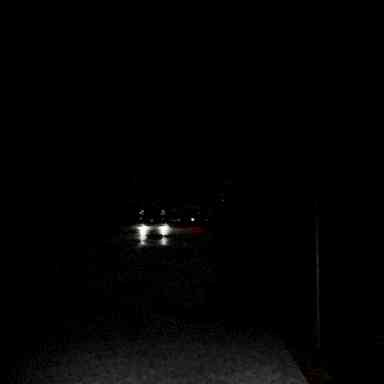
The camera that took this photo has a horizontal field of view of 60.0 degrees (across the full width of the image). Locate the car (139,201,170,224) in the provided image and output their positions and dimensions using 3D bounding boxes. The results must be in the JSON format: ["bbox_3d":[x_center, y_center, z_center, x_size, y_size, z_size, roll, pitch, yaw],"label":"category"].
[{"bbox_3d":[-2.911,1.522,26.354,2.097,1.767,4.553,0,-1,0],"label":"car"}]

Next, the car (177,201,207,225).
[{"bbox_3d":[0.043,1.665,25.434,1.837,1.490,4.892,0,0,0],"label":"car"}]

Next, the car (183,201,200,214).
[{"bbox_3d":[-0.049,1.948,42.936,2.128,1.511,4.902,0,-1,0],"label":"car"}]

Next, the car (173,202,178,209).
[{"bbox_3d":[-2.842,2.661,67.539,2.033,1.411,5.357,0,-2,1],"label":"car"}]
